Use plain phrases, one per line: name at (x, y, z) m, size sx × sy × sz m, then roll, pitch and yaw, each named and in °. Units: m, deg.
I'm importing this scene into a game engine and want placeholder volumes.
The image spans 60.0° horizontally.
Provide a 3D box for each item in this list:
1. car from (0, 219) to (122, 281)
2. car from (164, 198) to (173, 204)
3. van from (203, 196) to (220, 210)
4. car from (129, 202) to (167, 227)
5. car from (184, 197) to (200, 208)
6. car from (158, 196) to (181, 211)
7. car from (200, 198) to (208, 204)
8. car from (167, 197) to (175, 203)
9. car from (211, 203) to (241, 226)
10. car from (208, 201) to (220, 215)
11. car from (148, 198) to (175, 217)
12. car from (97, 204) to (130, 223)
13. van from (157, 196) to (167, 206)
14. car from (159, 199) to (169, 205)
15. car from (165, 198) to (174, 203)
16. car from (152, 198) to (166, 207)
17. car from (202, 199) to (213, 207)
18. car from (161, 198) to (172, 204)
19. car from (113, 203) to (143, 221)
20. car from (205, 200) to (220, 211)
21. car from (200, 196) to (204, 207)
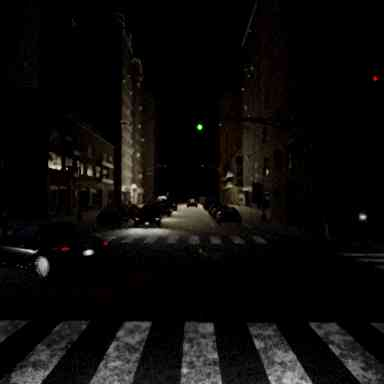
car at (-4.408, 1.595, 10.040) m, size 4.181 × 1.385 × 1.994 m, roll 0°, pitch -2°, yaw 35°
car at (-5.819, 2.132, 81.717) m, size 1.947 × 1.339 × 4.313 m, roll 1°, pitch 0°, yaw 0°
van at (2.694, 1.626, 41.999) m, size 1.690 × 1.788 × 3.998 m, roll 1°, pitch 0°, yaw 0°
car at (-3.134, 1.714, 24.633) m, size 2.033 × 1.411 × 5.357 m, roll 0°, pitch 0°, yaw -3°
car at (0.033, 1.919, 54.322) m, size 2.033 × 1.411 × 5.357 m, roll 0°, pitch 0°, yaw 0°
car at (-3.029, 1.656, 44.629) m, size 2.097 × 1.767 × 4.553 m, roll 0°, pitch 0°, yaw 1°
car at (2.705, 2.052, 76.206) m, size 1.752 × 1.417 × 4.829 m, roll 1°, pitch 0°, yaw 0°
car at (-5.814, 2.190, 93.062) m, size 1.887 × 1.381 × 4.507 m, roll 1°, pitch 0°, yaw 0°
car at (2.685, 1.751, 24.977) m, size 1.802 × 1.307 × 4.206 m, roll 1°, pitch 0°, yaw 0°
car at (2.687, 1.789, 30.650) m, size 1.802 × 1.307 × 4.206 m, roll 1°, pitch 0°, yaw 0°
car at (-3.076, 1.712, 34.598) m, size 1.882 × 1.535 × 5.008 m, roll 0°, pitch 0°, yaw 0°
car at (-5.841, 1.714, 24.990) m, size 1.887 × 1.381 × 4.507 m, roll 1°, pitch 0°, yaw 0°
van at (-5.823, 1.786, 64.700) m, size 1.690 × 1.788 × 3.998 m, roll 1°, pitch 0°, yaw 0°
car at (-5.823, 2.067, 70.371) m, size 1.802 × 1.307 × 4.206 m, roll 1°, pitch 0°, yaw 0°
car at (-5.817, 2.172, 87.390) m, size 1.947 × 1.339 × 4.313 m, roll 1°, pitch 0°, yaw 0°
car at (-5.826, 1.845, 59.027) m, size 1.967 × 1.590 × 4.097 m, roll 1°, pitch 0°, yaw 0°
car at (2.698, 1.987, 59.016) m, size 1.802 × 1.307 × 4.206 m, roll 1°, pitch 0°, yaw 0°
car at (-5.821, 2.077, 76.044) m, size 2.008 × 1.369 × 4.403 m, roll 1°, pitch 0°, yaw 0°
car at (-5.838, 1.752, 30.662) m, size 1.887 × 1.381 × 4.507 m, roll 1°, pitch 0°, yaw 0°
car at (2.689, 1.828, 36.323) m, size 1.802 × 1.307 × 4.206 m, roll 1°, pitch 0°, yaw 0°
car at (2.696, 1.640, 47.672) m, size 2.192 × 1.841 × 5.009 m, roll 1°, pitch 0°, yaw 0°
